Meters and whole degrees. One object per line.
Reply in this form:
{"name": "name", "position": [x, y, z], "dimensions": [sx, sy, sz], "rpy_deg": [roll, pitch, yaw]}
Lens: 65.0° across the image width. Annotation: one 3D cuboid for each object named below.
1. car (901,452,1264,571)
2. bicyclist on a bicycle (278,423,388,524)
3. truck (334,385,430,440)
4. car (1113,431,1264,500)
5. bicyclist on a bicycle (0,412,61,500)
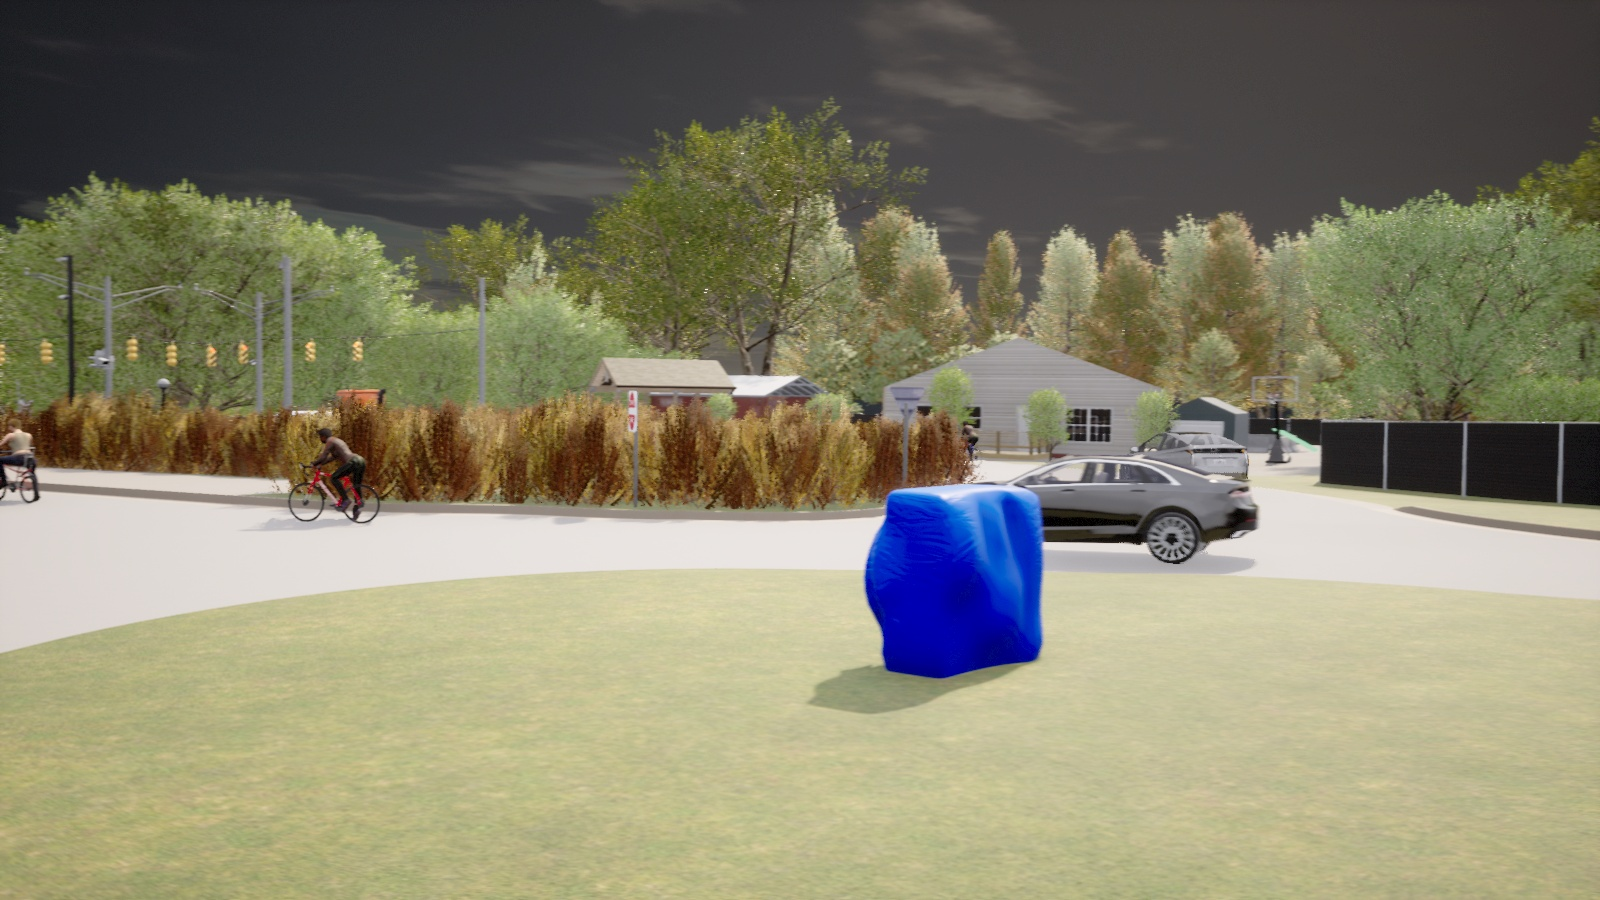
{"name": "car", "position": [4.178, 0.811, 18.602], "dimensions": [4.902, 1.511, 2.128], "rpy_deg": [0, 1, 25]}
{"name": "bicyclist on a bicycle", "position": [-7.991, 0.389, 21.519], "dimensions": [1.656, 1.620, 0.582], "rpy_deg": [2, 3, 4]}
{"name": "truck", "position": [-27.707, -2.546, 82.993], "dimensions": [2.891, 3.462, 7.936], "rpy_deg": [-2, 4, -44]}
{"name": "car", "position": [9.736, 0.339, 31.887], "dimensions": [2.007, 1.525, 4.514], "rpy_deg": [0, 2, -6]}
{"name": "bicyclist on a bicycle", "position": [-15.136, 0.089, 24.202], "dimensions": [1.509, 1.612, 0.866], "rpy_deg": [2, 3, 27]}
